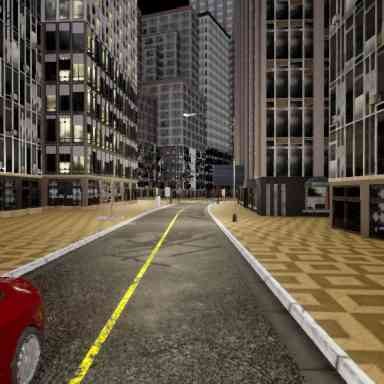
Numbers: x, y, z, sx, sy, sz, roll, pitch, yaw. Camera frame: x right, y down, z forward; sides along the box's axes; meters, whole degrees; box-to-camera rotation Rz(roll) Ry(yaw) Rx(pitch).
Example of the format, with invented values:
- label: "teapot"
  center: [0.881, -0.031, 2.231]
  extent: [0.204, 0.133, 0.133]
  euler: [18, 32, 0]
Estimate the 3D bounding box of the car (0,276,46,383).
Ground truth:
- label: "car"
  center: [-2.755, 1.525, 2.500]
  extent: [1.812, 1.442, 4.674]
  euler: [0, 0, 0]
